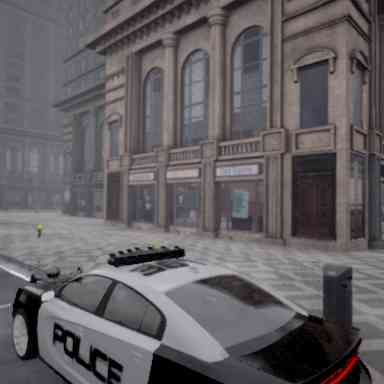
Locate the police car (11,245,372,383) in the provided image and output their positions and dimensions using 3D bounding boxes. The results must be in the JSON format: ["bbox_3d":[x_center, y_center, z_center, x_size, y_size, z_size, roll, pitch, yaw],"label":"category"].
[{"bbox_3d":[-0.670,1.527,4.238,5.238,1.638,1.930,0,-2,44],"label":"police car"}]
